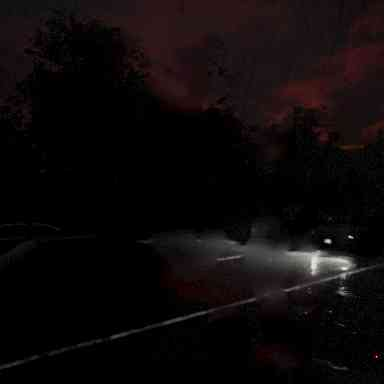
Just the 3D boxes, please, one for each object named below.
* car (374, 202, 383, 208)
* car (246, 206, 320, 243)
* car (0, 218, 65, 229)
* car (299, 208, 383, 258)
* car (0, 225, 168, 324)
[{"bbox_3d":[13.232,1.366,21.939,5.357,1.411,2.033,-1,1,-36],"label":"car"},{"bbox_3d":[4.694,1.452,15.826,4.892,1.490,1.837,0,0,-35],"label":"car"},{"bbox_3d":[-5.100,1.492,8.892,4.902,1.511,2.128,0,0,-35],"label":"car"},{"bbox_3d":[6.348,1.514,12.716,4.181,1.385,1.994,-1,0,-35],"label":"car"},{"bbox_3d":[-2.675,1.524,6.323,4.674,1.442,1.812,0,0,-35],"label":"car"}]
